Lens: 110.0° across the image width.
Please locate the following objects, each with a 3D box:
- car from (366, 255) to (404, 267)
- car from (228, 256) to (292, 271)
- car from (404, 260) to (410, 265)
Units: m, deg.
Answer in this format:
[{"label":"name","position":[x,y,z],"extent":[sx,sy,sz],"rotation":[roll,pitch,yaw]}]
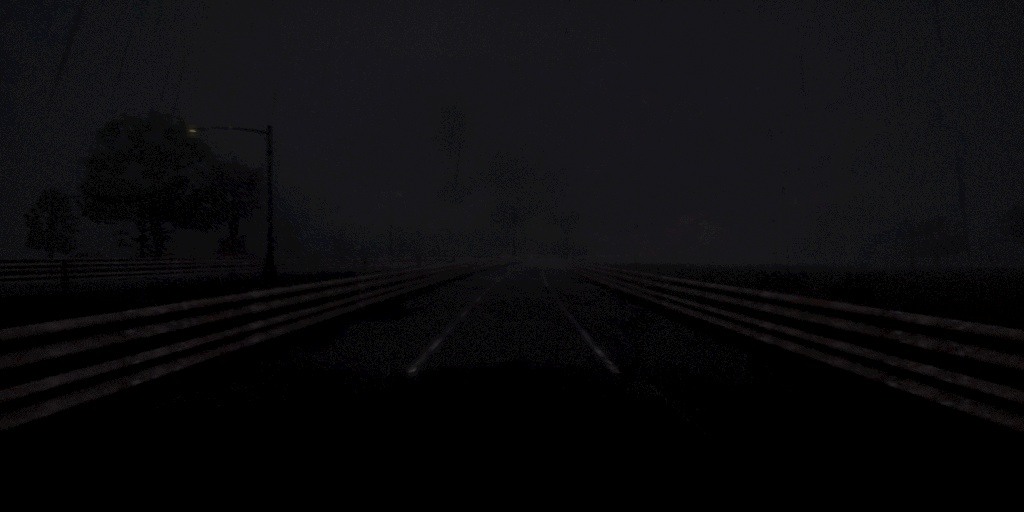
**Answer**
[{"label":"car","position":[-16.385,0.594,46.155],"extent":[1.812,1.442,4.674],"rotation":[0,0,16]},{"label":"car","position":[-23.466,0.658,33.706],"extent":[2.033,1.411,5.357],"rotation":[0,0,15]},{"label":"car","position":[-17.524,0.522,54.736],"extent":[1.882,1.535,5.008],"rotation":[0,0,16]}]
